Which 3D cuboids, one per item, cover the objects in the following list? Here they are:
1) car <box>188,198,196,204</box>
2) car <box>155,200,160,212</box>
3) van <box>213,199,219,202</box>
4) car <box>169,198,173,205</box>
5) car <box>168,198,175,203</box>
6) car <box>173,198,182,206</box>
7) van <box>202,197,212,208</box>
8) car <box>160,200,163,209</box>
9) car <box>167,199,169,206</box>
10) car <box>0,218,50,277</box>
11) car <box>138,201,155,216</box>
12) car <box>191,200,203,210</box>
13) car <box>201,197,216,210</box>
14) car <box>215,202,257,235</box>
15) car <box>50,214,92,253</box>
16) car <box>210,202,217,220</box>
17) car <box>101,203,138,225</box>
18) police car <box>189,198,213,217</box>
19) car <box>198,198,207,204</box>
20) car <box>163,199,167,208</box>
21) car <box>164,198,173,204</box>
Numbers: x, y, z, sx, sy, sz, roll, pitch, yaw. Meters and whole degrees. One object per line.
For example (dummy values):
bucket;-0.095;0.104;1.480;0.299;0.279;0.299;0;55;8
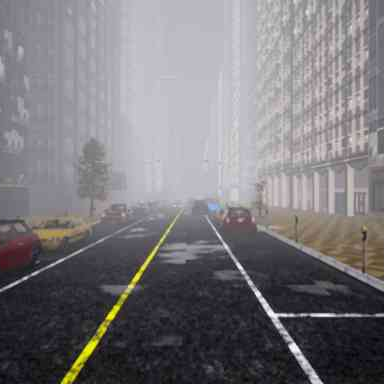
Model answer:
car;-0.037;2.241;85.464;1.837;1.490;4.892;0;-1;0
car;-5.716;1.972;42.925;1.947;1.339;4.313;-1;-1;0
van;2.662;1.746;42.931;1.690;1.788;3.998;-1;-1;0
car;-5.729;2.224;71.343;2.008;1.369;4.403;-1;-1;0
car;-5.739;2.468;94.075;1.802;1.307;4.206;-1;-1;0
car;-3.033;2.210;71.775;2.033;1.411;5.357;0;-1;0
van;2.655;1.907;59.981;1.690;1.788;3.998;-1;-1;0
car;-5.719;2.004;48.609;1.887;1.381;4.507;-1;-1;0
car;-5.724;2.148;59.975;1.802;1.307;4.206;-1;-1;0
car;-5.702;1.525;8.826;1.967;1.590;4.097;-1;-1;0
car;-5.714;1.903;37.242;2.008;1.369;4.403;-1;-1;0
car;0.802;2.010;51.287;1.812;1.442;4.674;0;-1;1
car;2.657;1.828;54.298;2.192;1.841;5.009;-1;-1;0
car;2.673;1.631;20.197;1.967;1.590;4.097;-1;-1;0
car;-5.704;1.662;14.339;1.752;1.417;4.829;-1;-1;0
car;2.672;1.772;26.049;1.752;1.417;4.829;-1;-1;0
car;-5.710;1.685;25.877;1.967;1.590;4.097;-1;-1;0
police car;0.884;1.760;35.386;1.930;1.638;5.238;0;-1;0
car;2.647;2.330;82.713;2.008;1.369;4.403;-1;-1;0
car;-5.722;2.064;54.292;2.008;1.369;4.403;-1;-1;0
car;-5.734;2.331;82.709;2.008;1.369;4.403;-1;-1;0
